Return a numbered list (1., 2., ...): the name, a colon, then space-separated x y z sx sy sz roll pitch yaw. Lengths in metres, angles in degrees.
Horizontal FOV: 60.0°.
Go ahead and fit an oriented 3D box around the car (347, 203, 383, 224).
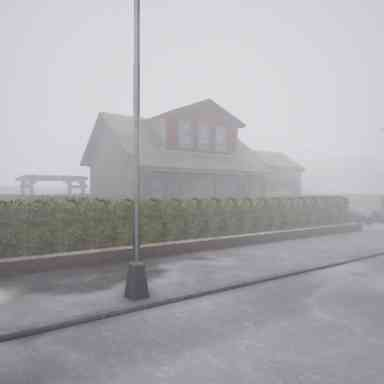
1. car: 9.817 1.353 22.399 2.033 1.415 5.357 0 0 -33
